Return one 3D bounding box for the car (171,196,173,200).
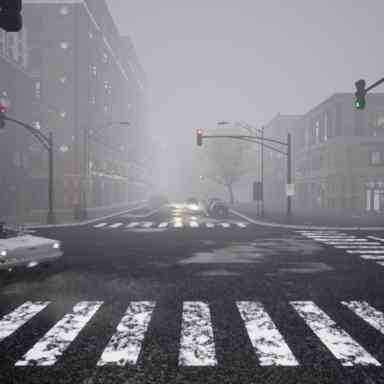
[{"bbox_3d":[-5.598,1.662,67.789,1.947,1.339,4.313,0,0,0],"label":"car"}]

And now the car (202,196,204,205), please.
[{"bbox_3d":[2.751,1.488,44.988,1.967,1.590,4.097,0,0,0],"label":"car"}]

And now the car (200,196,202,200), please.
[{"bbox_3d":[2.775,1.633,62.079,2.008,1.369,4.403,0,0,0],"label":"car"}]

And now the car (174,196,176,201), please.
[{"bbox_3d":[-5.568,1.687,90.406,1.752,1.417,4.829,0,0,0],"label":"car"}]

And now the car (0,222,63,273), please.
[{"bbox_3d":[-6.029,1.602,10.016,4.718,1.301,1.895,0,0,33],"label":"car"}]

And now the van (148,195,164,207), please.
[{"bbox_3d":[-5.622,1.399,50.698,1.690,1.788,3.998,0,0,0],"label":"van"}]

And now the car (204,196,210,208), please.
[{"bbox_3d":[2.744,1.479,39.292,1.967,1.590,4.097,0,0,0],"label":"car"}]

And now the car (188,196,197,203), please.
[{"bbox_3d":[0.098,1.540,70.788,1.812,1.442,4.674,0,0,0],"label":"car"}]

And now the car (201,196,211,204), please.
[{"bbox_3d":[2.782,1.537,67.776,1.967,1.590,4.097,0,0,0],"label":"car"}]

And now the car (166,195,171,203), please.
[{"bbox_3d":[-5.607,1.397,62.092,2.192,1.841,5.009,0,0,0],"label":"car"}]

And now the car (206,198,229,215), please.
[{"bbox_3d":[2.736,1.580,33.595,2.008,1.369,4.403,0,0,0],"label":"car"}]

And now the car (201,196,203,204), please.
[{"bbox_3d":[2.759,1.640,50.686,1.802,1.307,4.206,0,0,0],"label":"car"}]

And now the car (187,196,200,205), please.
[{"bbox_3d":[0.084,1.556,60.371,1.882,1.535,5.008,0,0,0],"label":"car"}]

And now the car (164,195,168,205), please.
[{"bbox_3d":[-5.614,1.651,56.395,1.802,1.307,4.206,0,0,0],"label":"car"}]
